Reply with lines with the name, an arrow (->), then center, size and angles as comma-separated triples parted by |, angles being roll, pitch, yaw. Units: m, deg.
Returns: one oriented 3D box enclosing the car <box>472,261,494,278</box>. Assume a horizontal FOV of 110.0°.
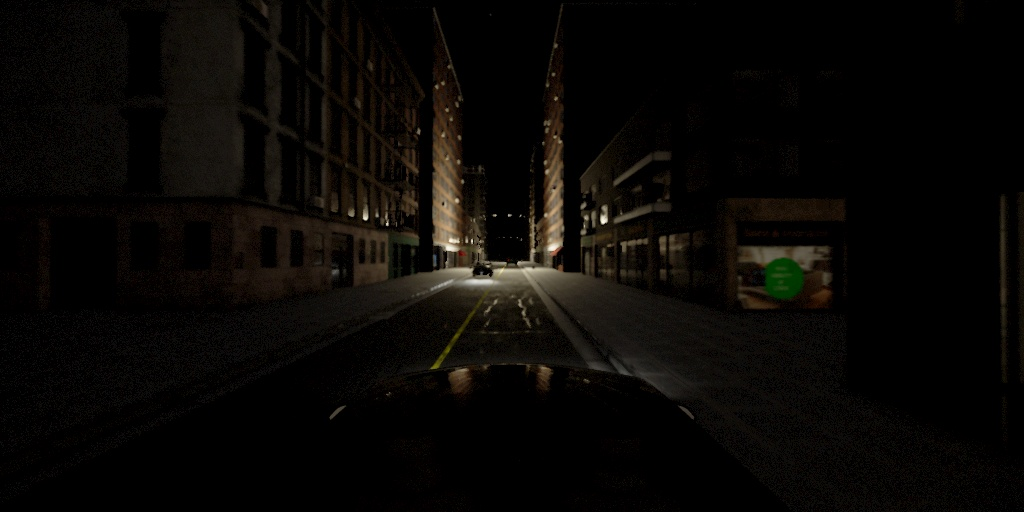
car -> -2.754, 1.258, 34.853 | 2.128, 1.511, 4.902 | 0, 0, 0
